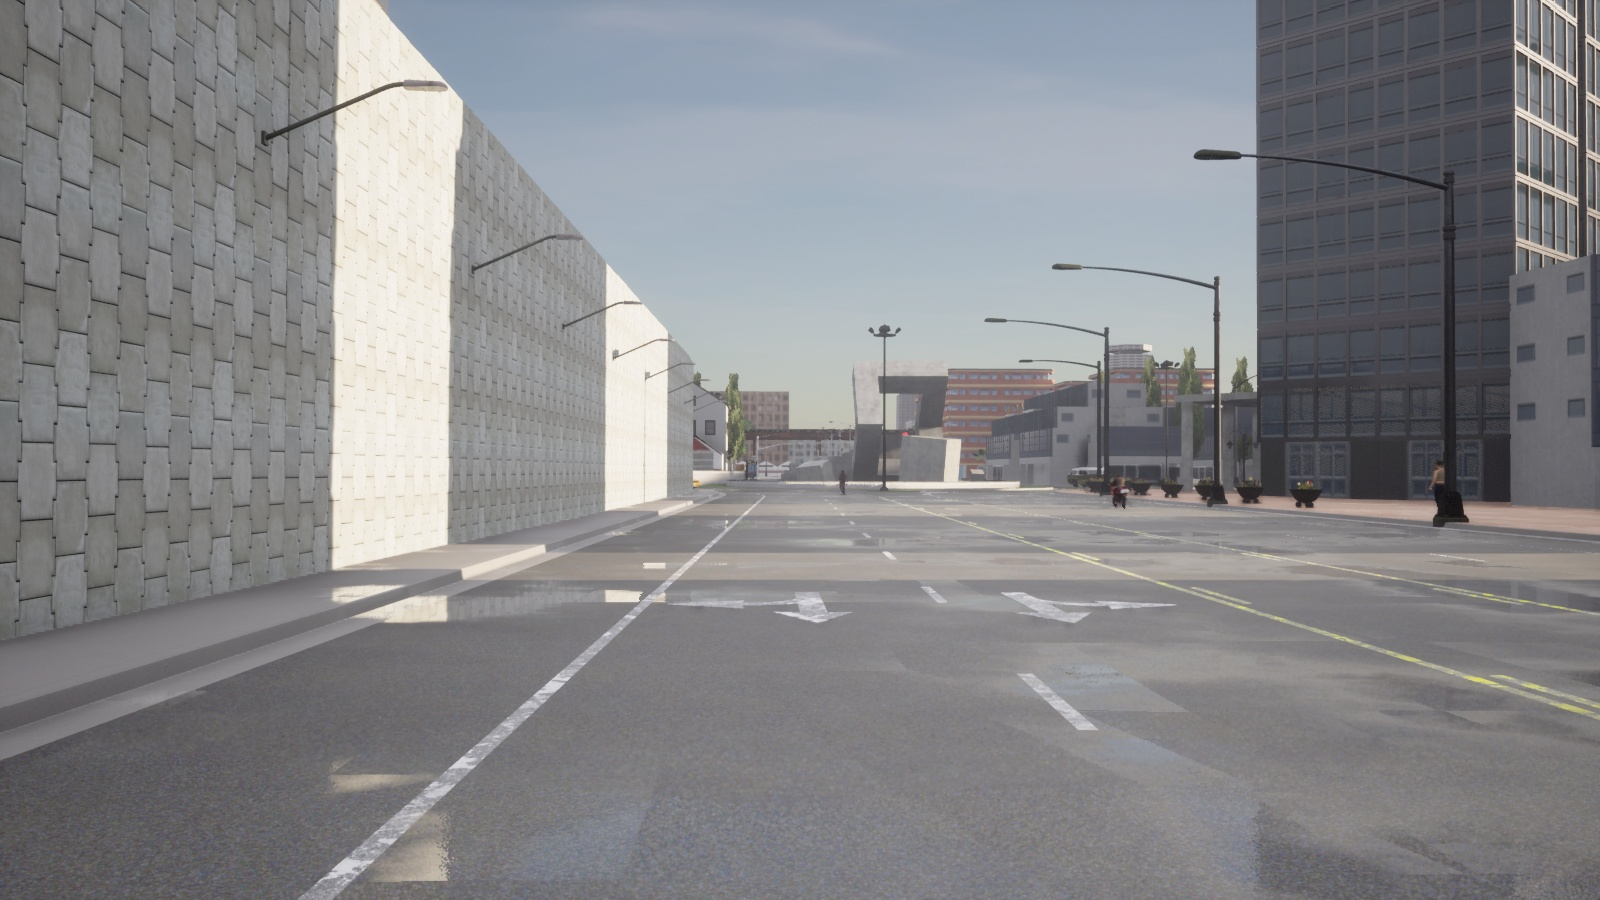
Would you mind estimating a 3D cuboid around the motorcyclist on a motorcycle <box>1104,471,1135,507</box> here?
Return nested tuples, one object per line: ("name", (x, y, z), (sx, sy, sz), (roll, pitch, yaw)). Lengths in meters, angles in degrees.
("motorcyclist on a motorcycle", (13.738, 1.648, 54.084), (0.797, 1.523, 2.044), (0, -1, 0))

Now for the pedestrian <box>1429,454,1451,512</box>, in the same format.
("pedestrian", (20.539, 1.062, 40.288), (0.345, 1.836, 0.594), (0, -1, -5))
